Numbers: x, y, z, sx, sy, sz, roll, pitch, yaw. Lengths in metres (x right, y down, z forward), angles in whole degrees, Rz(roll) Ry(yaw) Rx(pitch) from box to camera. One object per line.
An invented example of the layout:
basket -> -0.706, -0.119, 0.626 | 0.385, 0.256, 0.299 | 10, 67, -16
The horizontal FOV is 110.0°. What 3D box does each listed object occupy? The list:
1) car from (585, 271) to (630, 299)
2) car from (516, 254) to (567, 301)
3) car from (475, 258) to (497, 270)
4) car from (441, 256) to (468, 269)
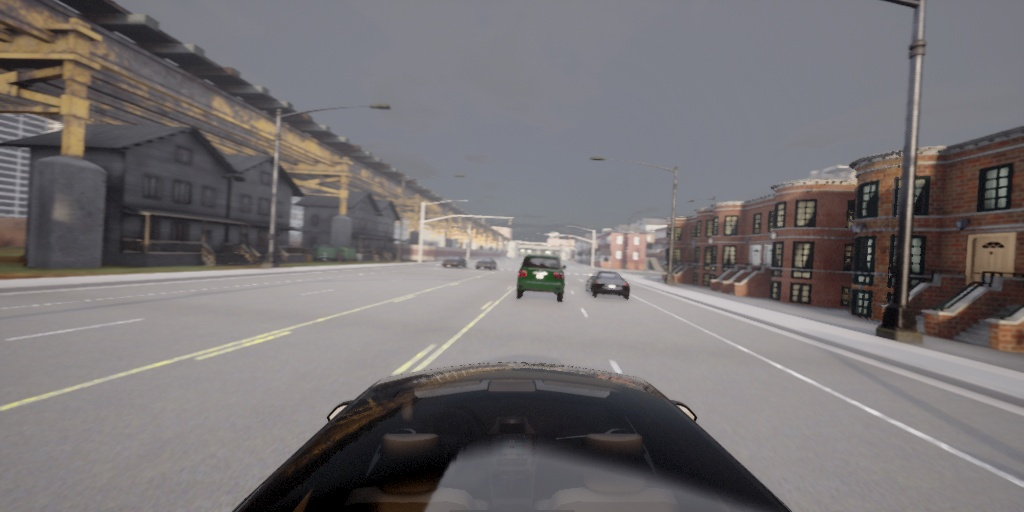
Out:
car -> 5.317, 1.528, 20.280 | 1.994, 1.385, 4.181 | 3, 0, 6
car -> 1.500, 0.972, 17.955 | 2.150, 2.045, 5.566 | 3, 0, 7
car -> -2.952, 0.914, 42.175 | 2.033, 1.411, 5.357 | 3, 0, 6
car -> -6.541, 0.682, 41.549 | 2.033, 1.411, 5.357 | 3, 0, 7
